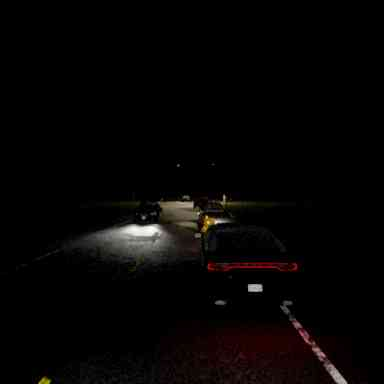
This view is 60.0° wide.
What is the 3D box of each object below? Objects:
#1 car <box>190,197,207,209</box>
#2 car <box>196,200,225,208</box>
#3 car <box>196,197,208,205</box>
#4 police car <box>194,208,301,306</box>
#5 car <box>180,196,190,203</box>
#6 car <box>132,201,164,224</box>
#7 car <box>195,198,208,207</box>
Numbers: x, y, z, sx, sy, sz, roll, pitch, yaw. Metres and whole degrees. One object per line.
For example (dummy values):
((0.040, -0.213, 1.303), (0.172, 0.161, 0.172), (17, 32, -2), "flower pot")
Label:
((1.215, 1.436, 45.781), (1.882, 1.535, 5.008), (0, 0, 3), "car")
((1.257, 1.447, 18.270), (1.801, 1.575, 5.366), (0, 0, 1), "car")
((1.856, 1.541, 57.877), (1.895, 1.301, 4.718), (0, 0, 4), "car")
((1.097, 1.423, 8.220), (1.930, 1.638, 5.238), (0, 0, 1), "police car")
((-1.151, 1.491, 65.414), (1.994, 1.385, 4.181), (0, 0, 5), "car")
((-3.208, 1.477, 25.043), (2.128, 1.511, 4.902), (0, 0, 2), "car")
((1.397, 1.464, 24.060), (1.882, 1.535, 5.008), (0, 0, 2), "car")
